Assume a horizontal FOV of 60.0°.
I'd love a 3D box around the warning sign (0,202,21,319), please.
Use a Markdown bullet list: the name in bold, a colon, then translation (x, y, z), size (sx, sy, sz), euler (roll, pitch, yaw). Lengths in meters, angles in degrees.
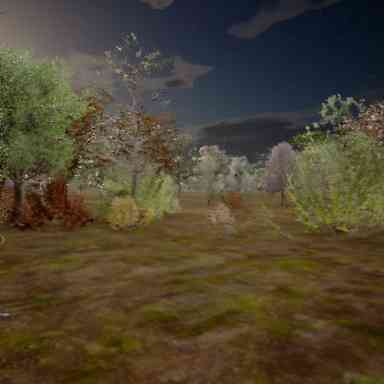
- **warning sign**: translation (-3.701, 1.111, 5.381), size (1.060, 1.860, 1.300), euler (0, 0, 34)
